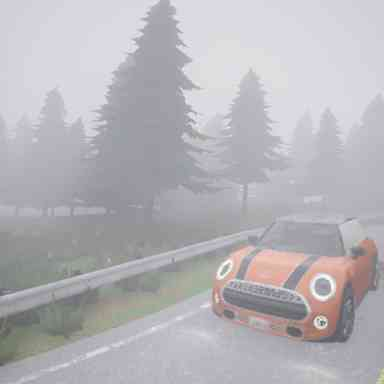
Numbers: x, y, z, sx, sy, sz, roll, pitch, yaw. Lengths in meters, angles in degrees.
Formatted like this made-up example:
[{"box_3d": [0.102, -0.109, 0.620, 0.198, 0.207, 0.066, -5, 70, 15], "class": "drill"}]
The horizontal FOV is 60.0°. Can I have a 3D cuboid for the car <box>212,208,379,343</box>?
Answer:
[{"box_3d": [2.295, 1.275, 6.622, 2.097, 1.767, 4.553, 1, 2, 36], "class": "car"}]
